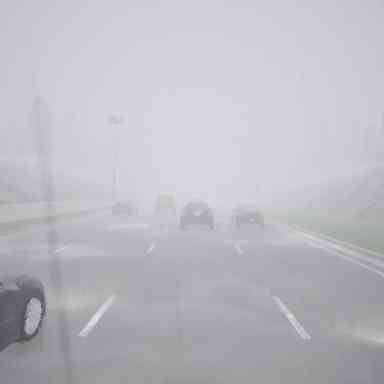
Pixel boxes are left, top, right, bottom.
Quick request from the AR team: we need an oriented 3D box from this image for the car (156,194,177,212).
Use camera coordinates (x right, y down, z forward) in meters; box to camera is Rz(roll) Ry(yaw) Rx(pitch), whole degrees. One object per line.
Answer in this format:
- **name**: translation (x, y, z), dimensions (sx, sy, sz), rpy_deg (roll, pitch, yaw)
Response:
- **car**: translation (-2.988, 1.298, 39.457), dimensions (2.150, 2.045, 5.566), rpy_deg (0, 0, 1)

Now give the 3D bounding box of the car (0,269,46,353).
- **car**: translation (-3.302, 1.498, 3.576), dimensions (1.837, 1.490, 4.892), rpy_deg (0, 0, 0)

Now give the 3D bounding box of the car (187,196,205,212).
- **car**: translation (0.523, 1.447, 40.499), dimensions (2.097, 1.767, 4.553), rpy_deg (0, 0, 1)

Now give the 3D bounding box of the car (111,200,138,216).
- **car**: translation (-6.564, 1.536, 32.770), dimensions (2.128, 1.511, 4.902), rpy_deg (0, 0, 1)

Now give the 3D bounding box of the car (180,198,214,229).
- **car**: translation (0.327, 1.404, 22.428), dimensions (2.097, 1.767, 4.553), rpy_deg (0, 0, 1)

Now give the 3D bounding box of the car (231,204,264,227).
- **car**: translation (3.833, 1.597, 23.298), dimensions (1.812, 1.442, 4.674), rpy_deg (0, 0, 1)
